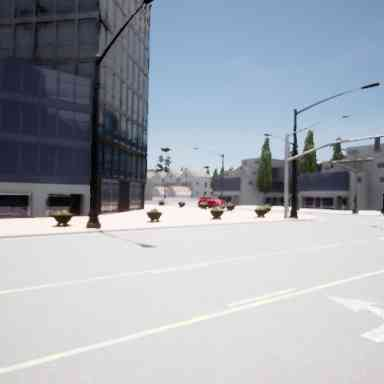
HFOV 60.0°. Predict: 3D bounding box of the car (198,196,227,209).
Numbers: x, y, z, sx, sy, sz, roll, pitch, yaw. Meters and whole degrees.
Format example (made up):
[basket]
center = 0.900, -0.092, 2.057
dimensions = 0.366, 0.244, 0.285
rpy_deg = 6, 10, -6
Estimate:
[car]
center = 3.223, 1.718, 54.047
dimensions = 2.150, 2.045, 5.566
rpy_deg = 2, -1, -35
